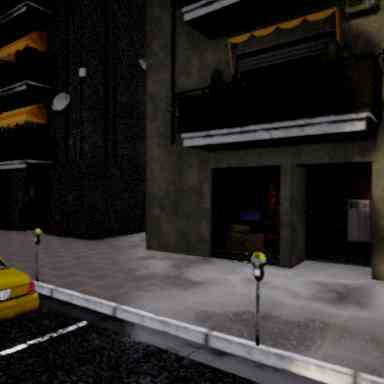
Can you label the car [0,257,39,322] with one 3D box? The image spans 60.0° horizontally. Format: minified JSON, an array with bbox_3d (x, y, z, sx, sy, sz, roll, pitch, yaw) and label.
[{"bbox_3d":[-4.825,1.548,6.307,4.829,1.417,1.752,0,0,36],"label":"car"}]
